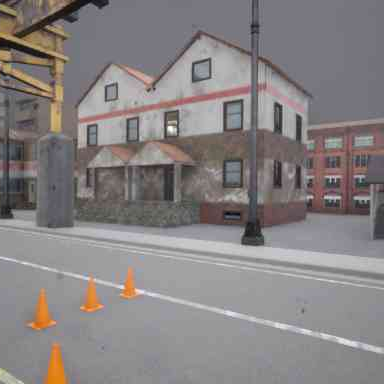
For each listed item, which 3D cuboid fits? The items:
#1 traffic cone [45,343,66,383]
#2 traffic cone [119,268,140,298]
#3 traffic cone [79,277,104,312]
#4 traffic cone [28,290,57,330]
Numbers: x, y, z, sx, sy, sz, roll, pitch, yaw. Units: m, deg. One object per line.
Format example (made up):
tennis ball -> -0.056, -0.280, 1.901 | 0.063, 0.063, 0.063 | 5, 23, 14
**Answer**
traffic cone -> -1.492, 1.952, 3.636 | 0.340, 0.580, 0.340 | 0, 0, 36
traffic cone -> -1.358, 1.949, 7.239 | 0.340, 0.580, 0.340 | 0, 0, 36
traffic cone -> -1.943, 1.949, 6.428 | 0.340, 0.580, 0.340 | 0, 0, 36
traffic cone -> -2.528, 1.949, 5.617 | 0.340, 0.580, 0.340 | 0, 0, 36
